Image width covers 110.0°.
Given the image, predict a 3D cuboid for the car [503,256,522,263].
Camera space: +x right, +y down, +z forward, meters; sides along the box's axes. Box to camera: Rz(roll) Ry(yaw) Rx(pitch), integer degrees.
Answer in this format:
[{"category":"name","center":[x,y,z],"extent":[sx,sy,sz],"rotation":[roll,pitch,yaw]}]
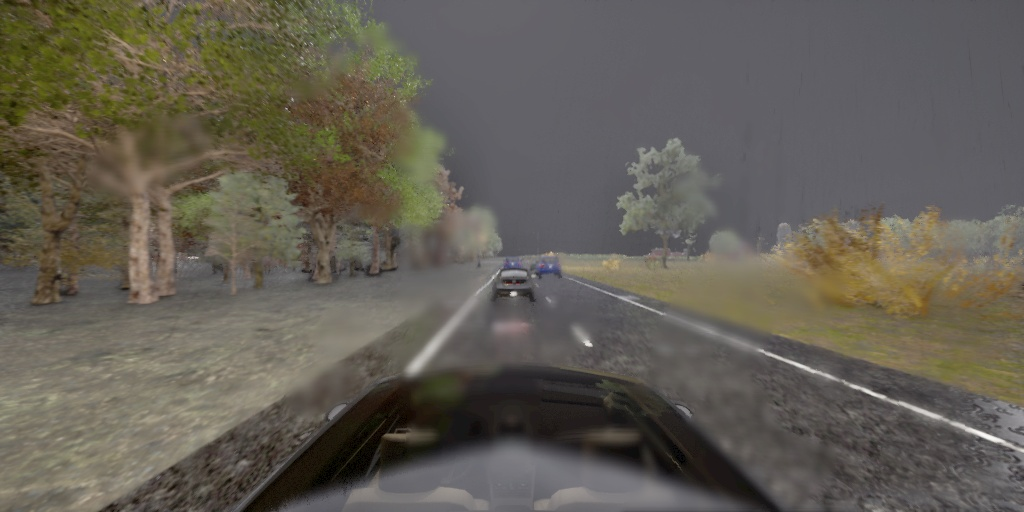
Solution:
[{"category":"car","center":[0.095,1.054,44.661],"extent":[2.150,2.045,5.566],"rotation":[0,0,0]}]

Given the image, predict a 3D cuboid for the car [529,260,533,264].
[{"category":"car","center":[3.561,1.189,51.069],"extent":[2.097,1.767,4.553],"rotation":[0,0,0]}]

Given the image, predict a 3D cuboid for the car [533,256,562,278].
[{"category":"car","center":[3.519,1.035,34.530],"extent":[2.150,2.045,5.566],"rotation":[0,0,0]}]

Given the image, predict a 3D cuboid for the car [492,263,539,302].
[{"category":"car","center":[0.099,1.289,17.055],"extent":[1.837,1.490,4.892],"rotation":[0,0,0]}]
